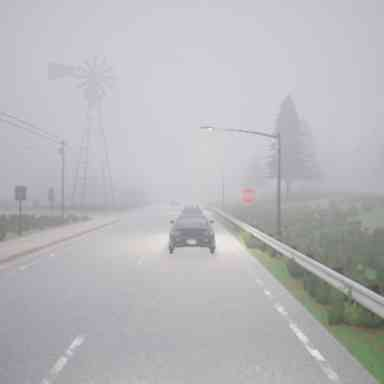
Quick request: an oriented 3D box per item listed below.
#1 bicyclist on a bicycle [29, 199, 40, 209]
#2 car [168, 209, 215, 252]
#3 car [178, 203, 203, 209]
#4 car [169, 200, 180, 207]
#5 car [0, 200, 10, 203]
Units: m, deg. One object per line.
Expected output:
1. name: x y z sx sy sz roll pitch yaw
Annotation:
1. bicyclist on a bicycle: -22.072 1.745 46.705 0.582 1.620 1.656 0 0 33
2. car: 0.003 1.663 14.387 1.812 1.442 4.674 0 0 0
3. car: 0.001 1.843 29.286 1.994 1.385 4.181 0 -1 0
4. car: -3.511 2.236 66.907 1.895 1.301 4.718 0 -1 0
5. car: -32.304 2.060 56.753 1.784 1.438 3.905 0 -1 0
